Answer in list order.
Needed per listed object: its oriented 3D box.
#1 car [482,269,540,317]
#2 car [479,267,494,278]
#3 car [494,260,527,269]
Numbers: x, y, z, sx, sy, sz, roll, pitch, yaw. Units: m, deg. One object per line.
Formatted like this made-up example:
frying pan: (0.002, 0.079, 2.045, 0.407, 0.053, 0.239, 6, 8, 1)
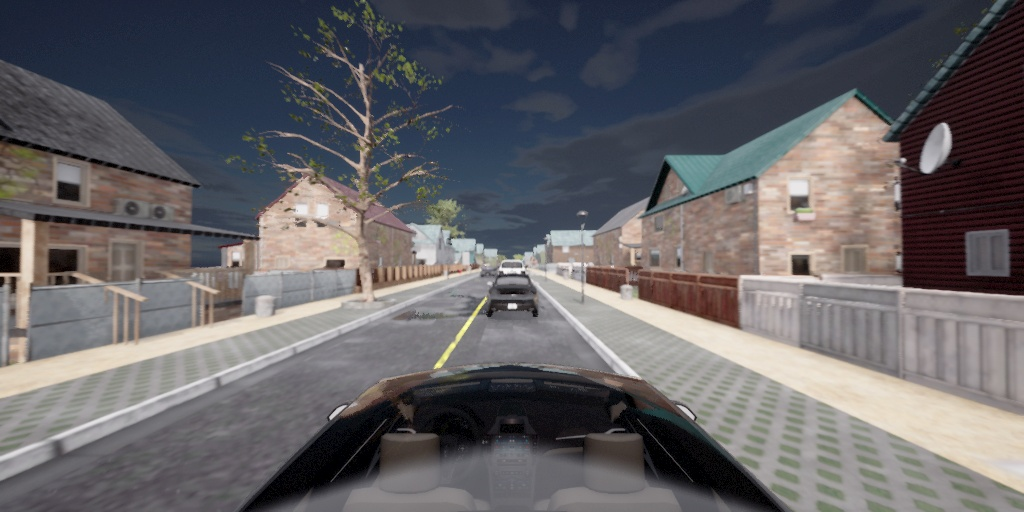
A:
car: (0.040, 1.426, 14.171, 1.837, 1.490, 4.892, 0, 0, 1)
car: (-2.807, 1.969, 43.746, 1.994, 1.385, 4.181, 0, -1, 1)
car: (0.025, 1.356, 28.093, 2.150, 2.045, 5.566, 0, -1, 1)
